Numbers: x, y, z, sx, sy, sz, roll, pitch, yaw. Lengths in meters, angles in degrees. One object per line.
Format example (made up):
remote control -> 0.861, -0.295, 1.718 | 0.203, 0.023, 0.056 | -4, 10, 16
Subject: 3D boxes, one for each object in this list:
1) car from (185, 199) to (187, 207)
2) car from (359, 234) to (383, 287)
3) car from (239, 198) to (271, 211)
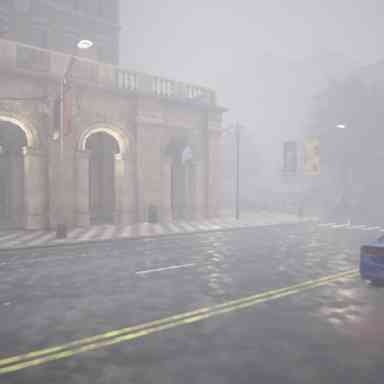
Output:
car -> -0.621, 1.643, 49.067 | 1.895, 1.301, 4.718 | 0, 0, -36
car -> 6.069, 1.494, 8.183 | 5.008, 1.535, 1.882 | 0, 0, -37
car -> 7.863, 1.559, 42.652 | 1.837, 1.490, 4.892 | 0, 0, -36
